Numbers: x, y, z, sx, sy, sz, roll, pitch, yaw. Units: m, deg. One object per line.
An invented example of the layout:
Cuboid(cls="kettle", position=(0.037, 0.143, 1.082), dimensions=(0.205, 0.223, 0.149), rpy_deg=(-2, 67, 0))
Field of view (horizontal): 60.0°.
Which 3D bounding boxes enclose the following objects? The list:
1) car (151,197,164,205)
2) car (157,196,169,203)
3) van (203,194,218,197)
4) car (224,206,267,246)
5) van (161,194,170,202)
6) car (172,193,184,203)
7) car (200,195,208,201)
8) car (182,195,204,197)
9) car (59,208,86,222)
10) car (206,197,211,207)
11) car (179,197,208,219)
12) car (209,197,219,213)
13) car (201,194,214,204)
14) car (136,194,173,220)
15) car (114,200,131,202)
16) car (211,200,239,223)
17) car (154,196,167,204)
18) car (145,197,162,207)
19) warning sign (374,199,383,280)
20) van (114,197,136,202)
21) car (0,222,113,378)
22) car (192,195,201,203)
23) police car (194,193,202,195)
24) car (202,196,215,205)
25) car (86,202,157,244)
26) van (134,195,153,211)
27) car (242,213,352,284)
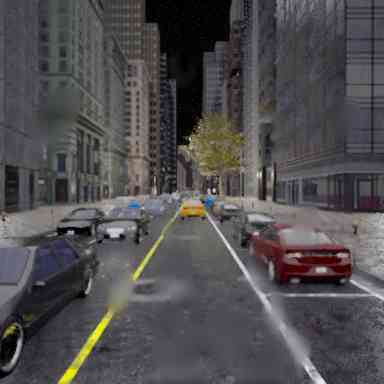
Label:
Cuboid(cls="car", position=(-5.768, 1.504, 55.909), dimensions=(1.802, 1.307, 4.206), rpy_deg=(0, 0, 0))
Cuboid(cls="car", position=(-5.769, 1.479, 66.736), dimensions=(1.947, 1.339, 4.313), rpy_deg=(0, 0, 0))
Cuboid(cls="van", position=(2.757, 1.274, 45.811), dimensions=(1.690, 1.788, 3.998), rpy_deg=(0, 0, 0))
Cuboid(cls="car", position=(2.760, 1.526, 14.783), dimensions=(2.008, 1.369, 4.403), rpy_deg=(0, 0, 0))
Cuboid(cls="van", position=(-5.770, 1.250, 72.149), dimensions=(1.690, 1.788, 3.998), rpy_deg=(0, 0, 0))
Cuboid(cls="car", position=(-3.018, 1.435, 65.723), dimensions=(1.812, 1.442, 4.674), rpy_deg=(0, 0, 0))
Cuboid(cls="car", position=(2.761, 1.430, 77.718), dimensions=(1.752, 1.417, 4.829), rpy_deg=(0, 0, 0))
Cuboid(cls="car", position=(0.041, 1.431, 41.298), dimensions=(2.128, 1.511, 4.902), rpy_deg=(0, 0, 1))
Cuboid(cls="car", position=(-5.766, 1.536, 18.017), dimensions=(1.947, 1.339, 4.313), rpy_deg=(0, 0, 0))
Cuboid(cls="car", position=(2.758, 1.512, 35.234), dimensions=(1.947, 1.339, 4.313), rpy_deg=(0, 0, 0))
Cuboid(cls="car", position=(0.096, 1.433, 28.393), dimensions=(1.882, 1.535, 5.008), rpy_deg=(0, 0, 0))
Cuboid(cls="car", position=(2.759, 1.478, 30.114), dimensions=(1.752, 1.417, 4.829), rpy_deg=(0, 0, 0))
Cuboid(cls="car", position=(2.756, 1.231, 61.678), dimensions=(2.192, 1.841, 5.009), rpy_deg=(0, 0, 0))
Cuboid(cls="car", position=(-3.039, 1.308, 27.571), dimensions=(2.097, 1.767, 4.553), rpy_deg=(0, 0, 0))
Cuboid(cls="car", position=(-5.766, 1.488, 23.260), dimensions=(1.752, 1.417, 4.829), rpy_deg=(0, 0, 0))
Cuboid(cls="car", position=(2.759, 1.511, 24.655), dimensions=(2.008, 1.369, 4.403), rpy_deg=(0, 0, 0))
Cuboid(cls="car", position=(-5.769, 1.462, 61.323), dimensions=(1.887, 1.381, 4.507), rpy_deg=(0, 0, 0))
Cuboid(cls="car", position=(-5.768, 1.479, 50.496), dimensions=(2.008, 1.369, 4.403), rpy_deg=(0, 0, 0))
Cuboid(cls="warning sign", position=(5.069, 1.102, 7.525), dimensions=(1.300, 1.860, 1.060), rpy_deg=(0, 0, 0))
Cuboid(cls="van", position=(-5.767, 1.296, 28.843), dimensions=(1.690, 1.788, 3.998), rpy_deg=(0, 0, 0))
Cuboid(cls="car", position=(-3.100, 1.538, 5.756), dimensions=(2.033, 1.411, 5.357), rpy_deg=(0, 0, 0))
Cuboid(cls="car", position=(0.895, 1.417, 68.528), dimensions=(1.837, 1.490, 4.892), rpy_deg=(0, 0, 0))
Cuboid(cls="police car", position=(0.896, 1.350, 52.638), dimensions=(1.930, 1.638, 5.238), rpy_deg=(0, 0, 0))
Cuboid(cls="car", position=(2.757, 1.472, 56.389), dimensions=(2.008, 1.369, 4.403), rpy_deg=(0, 0, 0))
Cuboid(cls="car", position=(-3.093, 1.466, 15.774), dimensions=(2.128, 1.511, 4.902), rpy_deg=(0, 0, 0))
Cuboid(cls="van", position=(-5.768, 1.282, 39.670), dimensions=(1.690, 1.788, 3.998), rpy_deg=(0, 0, 0))
Cuboid(cls="car", position=(2.760, 1.529, 9.339), dimensions=(1.887, 1.381, 4.507), rpy_deg=(0, 0, 0))
